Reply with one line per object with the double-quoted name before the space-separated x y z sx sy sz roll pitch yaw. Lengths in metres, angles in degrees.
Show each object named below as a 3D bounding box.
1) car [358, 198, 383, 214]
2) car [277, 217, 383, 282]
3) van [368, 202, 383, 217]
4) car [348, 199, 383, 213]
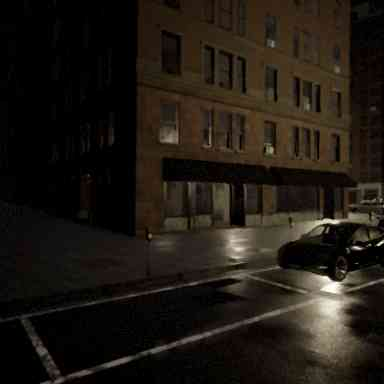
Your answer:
"car" 20.220 1.476 34.520 2.128 1.511 4.902 1 0 -35
"car" 4.452 1.595 9.934 4.313 1.339 1.947 0 0 -36
"van" 8.917 1.389 13.117 3.998 1.788 1.690 0 0 -36
"car" 17.678 1.544 32.465 1.895 1.301 4.718 1 0 -35
